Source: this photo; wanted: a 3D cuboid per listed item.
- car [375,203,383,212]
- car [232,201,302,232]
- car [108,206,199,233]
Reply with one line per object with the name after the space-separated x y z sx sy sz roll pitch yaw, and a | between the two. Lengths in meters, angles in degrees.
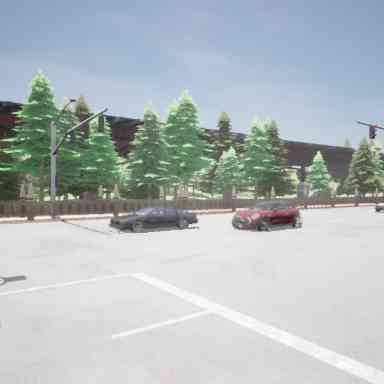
22.421 1.599 37.265 4.718 1.301 1.895 0 0 -36 | car
4.572 1.353 20.184 4.553 1.767 2.097 0 0 -36 | car
-2.112 1.552 19.701 5.357 1.411 2.033 0 0 -36 | car
